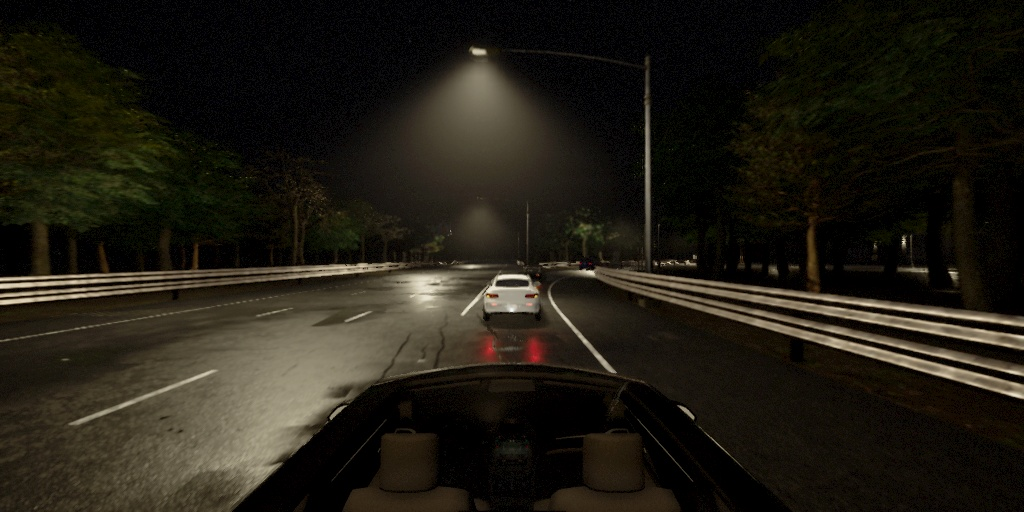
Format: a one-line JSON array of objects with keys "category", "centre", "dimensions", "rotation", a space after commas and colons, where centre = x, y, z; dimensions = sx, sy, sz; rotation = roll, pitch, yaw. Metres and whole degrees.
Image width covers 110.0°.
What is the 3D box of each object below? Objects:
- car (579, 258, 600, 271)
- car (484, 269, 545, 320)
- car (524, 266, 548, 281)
[{"category": "car", "centre": [12.490, 1.310, 56.872], "dimensions": [2.150, 2.045, 5.566], "rotation": [0, -1, 32]}, {"category": "car", "centre": [0.049, 1.354, 12.846], "dimensions": [1.812, 1.442, 4.674], "rotation": [0, 0, 1]}, {"category": "car", "centre": [1.883, 1.531, 30.151], "dimensions": [1.895, 1.301, 4.718], "rotation": [0, 0, 12]}]
